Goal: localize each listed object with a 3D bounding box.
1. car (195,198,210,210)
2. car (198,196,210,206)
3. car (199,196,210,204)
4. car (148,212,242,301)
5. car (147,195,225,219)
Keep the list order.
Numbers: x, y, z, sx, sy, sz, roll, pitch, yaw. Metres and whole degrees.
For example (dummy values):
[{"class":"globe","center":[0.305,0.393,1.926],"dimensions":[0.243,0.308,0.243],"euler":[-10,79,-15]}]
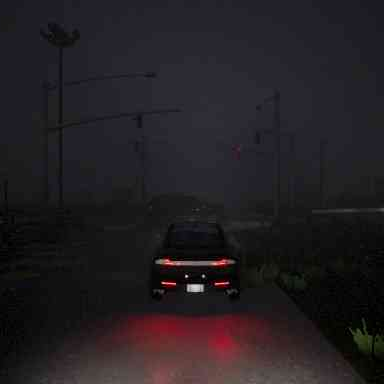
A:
[{"class":"car","center":[1.422,1.491,42.909],"dimensions":[1.812,1.442,4.674],"euler":[0,0,3]},{"class":"car","center":[1.947,1.443,53.152],"dimensions":[1.882,1.535,5.008],"euler":[0,0,3]},{"class":"car","center":[2.493,1.529,63.242],"dimensions":[1.994,1.385,4.181],"euler":[0,0,3]},{"class":"car","center":[0.079,1.492,8.323],"dimensions":[2.128,1.511,4.902],"euler":[0,0,0]},{"class":"car","center":[-0.378,1.222,23.681],"dimensions":[5.566,2.045,2.150],"euler":[0,0,3]}]
